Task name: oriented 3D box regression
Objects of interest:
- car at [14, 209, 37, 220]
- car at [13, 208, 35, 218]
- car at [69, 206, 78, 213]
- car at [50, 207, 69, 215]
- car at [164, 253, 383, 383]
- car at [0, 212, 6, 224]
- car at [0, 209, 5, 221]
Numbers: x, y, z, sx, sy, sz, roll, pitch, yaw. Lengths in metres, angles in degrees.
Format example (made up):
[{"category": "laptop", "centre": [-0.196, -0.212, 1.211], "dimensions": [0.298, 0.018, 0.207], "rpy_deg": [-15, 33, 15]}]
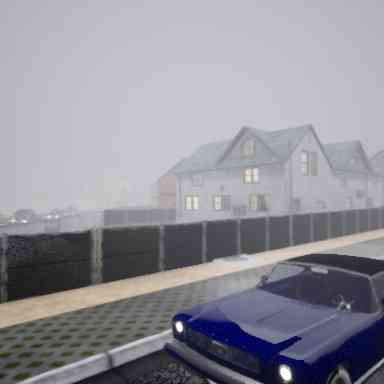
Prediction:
[{"category": "car", "centre": [-23.973, 3.195, 48.066], "dimensions": [1.837, 1.490, 4.892], "rpy_deg": [0, -1, -7]}, {"category": "car", "centre": [-28.079, 3.480, 55.758], "dimensions": [1.994, 1.385, 4.181], "rpy_deg": [0, -2, -5]}, {"category": "car", "centre": [-26.732, 3.943, 73.944], "dimensions": [1.837, 1.490, 4.892], "rpy_deg": [0, -2, -6]}, {"category": "car", "centre": [-25.585, 3.740, 63.537], "dimensions": [1.895, 1.301, 4.718], "rpy_deg": [0, -2, -6]}, {"category": "car", "centre": [1.927, 1.673, 4.833], "dimensions": [4.718, 1.301, 1.895], "rpy_deg": [0, -1, -42]}, {"category": "car", "centre": [-22.764, 2.927, 37.111], "dimensions": [2.033, 1.411, 5.357], "rpy_deg": [0, -2, -6]}, {"category": "car", "centre": [-26.750, 3.058, 43.601], "dimensions": [2.128, 1.511, 4.902], "rpy_deg": [0, -2, -6]}]
